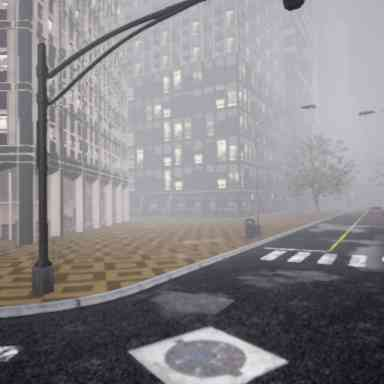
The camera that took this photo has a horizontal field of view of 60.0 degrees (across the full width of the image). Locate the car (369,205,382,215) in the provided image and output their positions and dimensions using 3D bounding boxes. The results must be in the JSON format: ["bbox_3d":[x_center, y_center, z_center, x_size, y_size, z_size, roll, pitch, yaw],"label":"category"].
[{"bbox_3d":[30.204,2.915,54.770,1.812,1.442,4.674,-2,-2,29],"label":"car"}]

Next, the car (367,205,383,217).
[{"bbox_3d":[24.909,2.646,45.125,1.837,1.490,4.892,-2,-2,29],"label":"car"}]
